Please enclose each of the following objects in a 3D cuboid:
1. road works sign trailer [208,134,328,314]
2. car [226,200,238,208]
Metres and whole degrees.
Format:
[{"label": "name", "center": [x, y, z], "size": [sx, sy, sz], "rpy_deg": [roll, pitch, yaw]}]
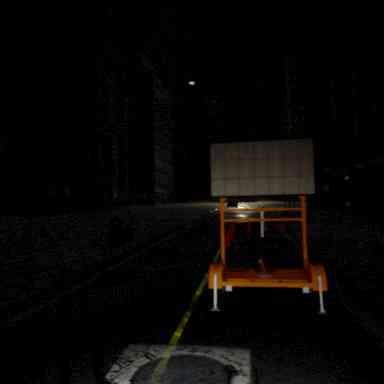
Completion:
[{"label": "road works sign trailer", "center": [1.627, 0.515, 7.752], "size": [2.380, 3.560, 2.880], "rpy_deg": [-2, -1, 9]}, {"label": "car", "center": [7.049, 2.052, 57.954], "size": [2.033, 1.411, 5.357], "rpy_deg": [-2, -1, 10]}]
